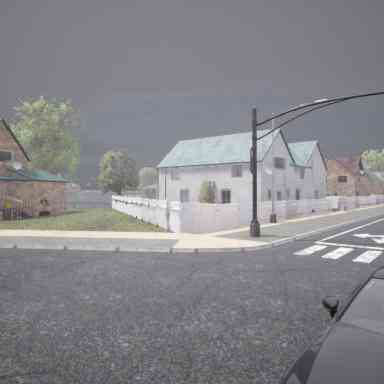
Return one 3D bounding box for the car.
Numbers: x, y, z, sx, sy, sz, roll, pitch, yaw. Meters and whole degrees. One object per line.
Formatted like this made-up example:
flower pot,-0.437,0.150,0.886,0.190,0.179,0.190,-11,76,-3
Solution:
car,2.520,1.524,3.395,1.812,1.442,4.674,0,0,42
